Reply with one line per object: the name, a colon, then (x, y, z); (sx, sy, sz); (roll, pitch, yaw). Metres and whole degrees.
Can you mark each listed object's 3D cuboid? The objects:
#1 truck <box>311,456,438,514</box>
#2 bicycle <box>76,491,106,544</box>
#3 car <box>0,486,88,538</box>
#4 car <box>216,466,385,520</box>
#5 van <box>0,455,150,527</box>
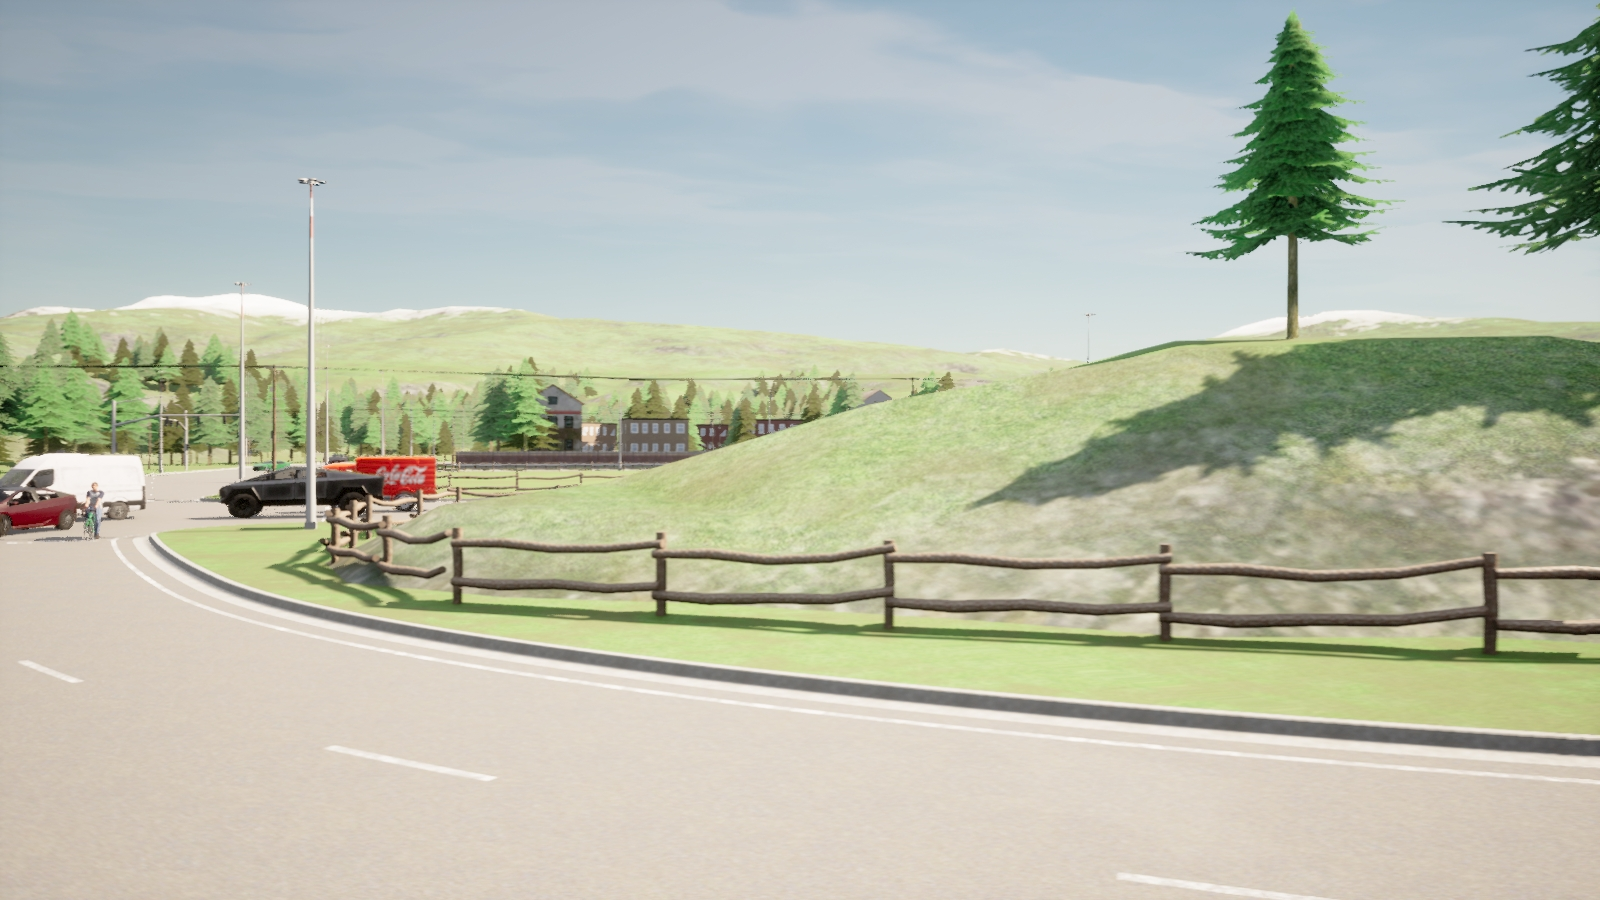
truck: (-19.145, 1.543, 51.728); (5.204, 2.467, 2.627); (-1, 0, -17)
bicycle: (-21.654, 2.038, 34.922); (0.373, 1.496, 1.643); (2, 0, -20)
car: (-26.237, 2.018, 37.993); (2.007, 1.525, 4.514); (0, 0, 5)
car: (-20.610, 1.736, 47.522); (6.274, 2.098, 2.390); (0, 0, -19)
van: (-28.511, 1.511, 43.994); (1.988, 2.561, 5.915); (-1, -1, 27)
